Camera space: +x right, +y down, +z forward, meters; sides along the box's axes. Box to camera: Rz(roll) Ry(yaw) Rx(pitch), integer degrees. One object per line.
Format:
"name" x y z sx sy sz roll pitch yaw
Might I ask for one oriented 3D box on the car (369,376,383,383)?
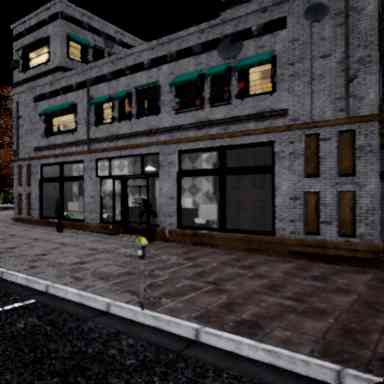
"car" 2.553 1.451 1.069 4.097 1.590 1.967 0 0 35
